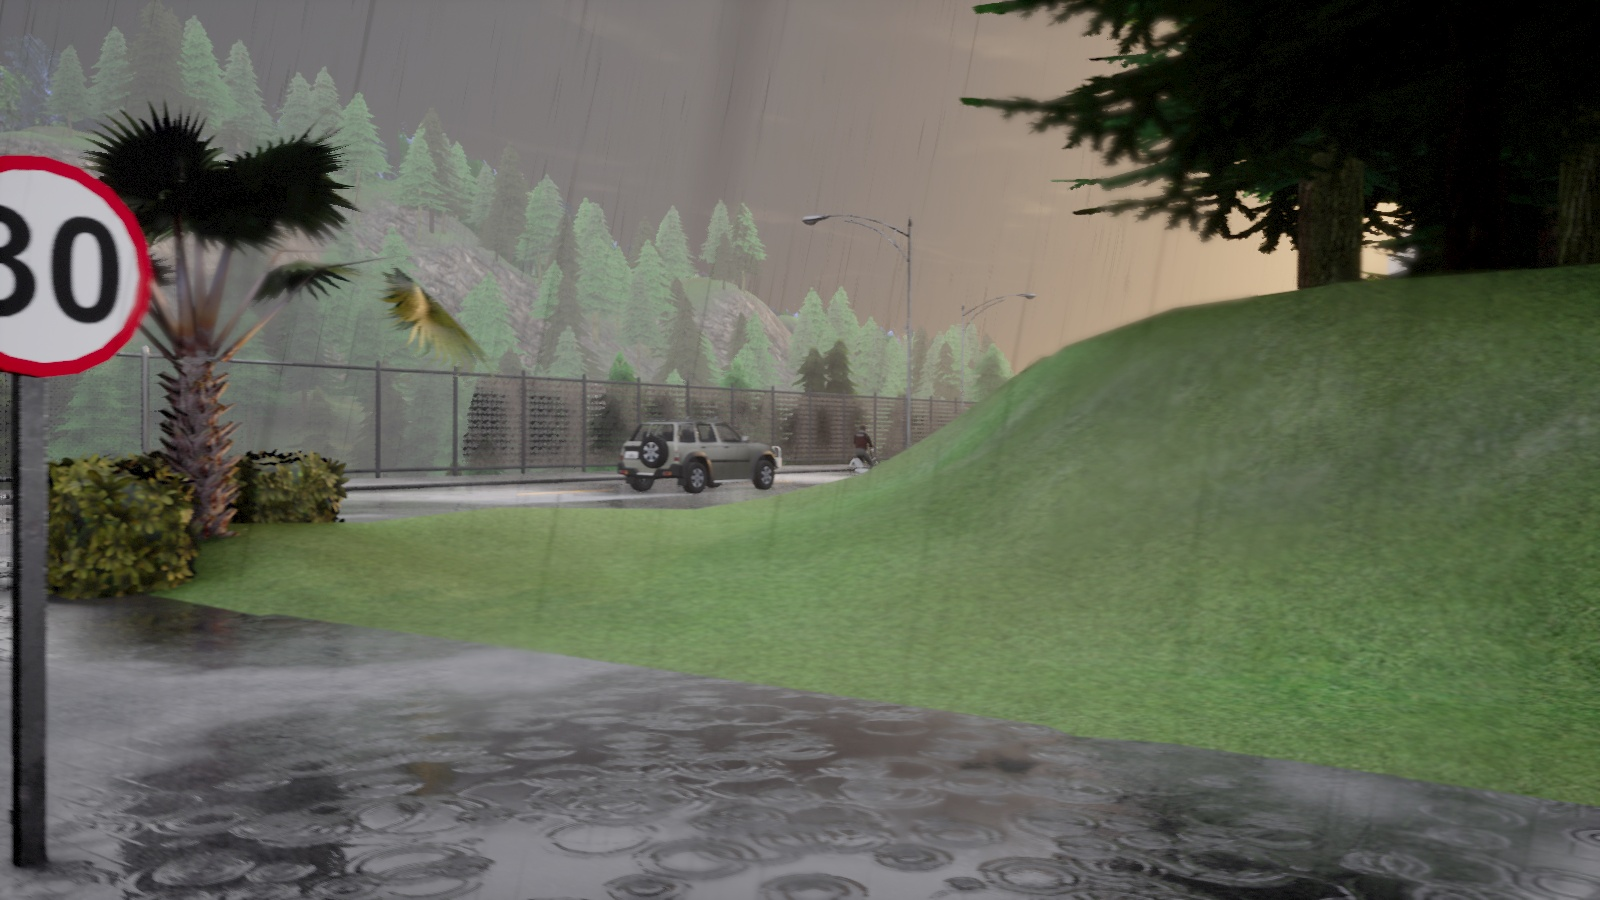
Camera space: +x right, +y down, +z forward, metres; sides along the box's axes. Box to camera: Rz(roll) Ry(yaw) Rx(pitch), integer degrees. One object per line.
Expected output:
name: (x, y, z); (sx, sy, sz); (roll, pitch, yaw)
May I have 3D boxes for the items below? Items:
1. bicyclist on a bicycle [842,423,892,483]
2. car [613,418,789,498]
bicyclist on a bicycle: (2.046, 0.071, 38.008); (0.659, 1.776, 1.843); (0, 1, 34)
car: (-2.380, 0.148, 31.354); (1.932, 1.855, 4.605); (0, 1, 34)
